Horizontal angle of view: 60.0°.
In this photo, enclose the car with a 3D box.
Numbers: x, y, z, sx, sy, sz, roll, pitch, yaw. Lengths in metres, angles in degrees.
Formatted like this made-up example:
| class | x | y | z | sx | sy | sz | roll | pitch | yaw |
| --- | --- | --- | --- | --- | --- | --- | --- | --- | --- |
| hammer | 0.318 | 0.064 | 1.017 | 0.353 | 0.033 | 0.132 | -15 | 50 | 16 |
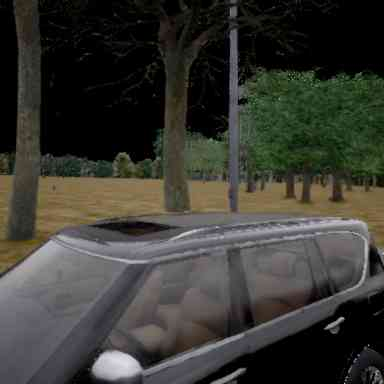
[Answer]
| class | x | y | z | sx | sy | sz | roll | pitch | yaw |
| --- | --- | --- | --- | --- | --- | --- | --- | --- | --- |
| car | -0.343 | 1.239 | 2.746 | 5.566 | 2.045 | 2.150 | 1 | 0 | -37 |
